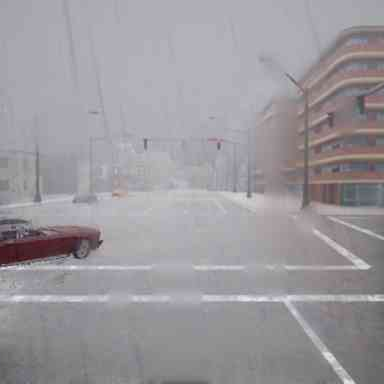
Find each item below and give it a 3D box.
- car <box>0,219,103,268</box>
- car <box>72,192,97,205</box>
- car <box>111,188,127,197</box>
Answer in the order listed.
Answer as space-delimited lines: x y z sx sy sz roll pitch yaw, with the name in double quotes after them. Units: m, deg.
-4.994 1.430 9.516 1.895 1.301 4.718 1 2 41 "car"
-12.747 0.690 39.939 1.812 1.442 4.674 0 2 1 "car"
-12.416 0.072 57.029 1.882 1.535 5.008 0 2 1 "car"
